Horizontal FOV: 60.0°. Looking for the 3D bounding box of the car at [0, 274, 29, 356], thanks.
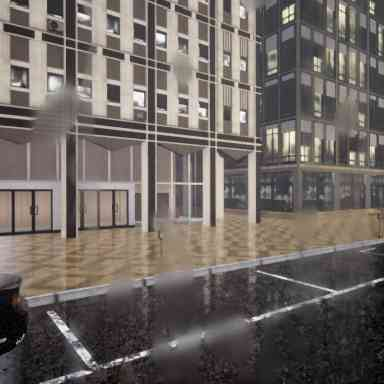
[{"bbox_3d":[-4.209,1.551,3.564,4.403,1.369,2.008,0,0,-35],"label":"car"}]
